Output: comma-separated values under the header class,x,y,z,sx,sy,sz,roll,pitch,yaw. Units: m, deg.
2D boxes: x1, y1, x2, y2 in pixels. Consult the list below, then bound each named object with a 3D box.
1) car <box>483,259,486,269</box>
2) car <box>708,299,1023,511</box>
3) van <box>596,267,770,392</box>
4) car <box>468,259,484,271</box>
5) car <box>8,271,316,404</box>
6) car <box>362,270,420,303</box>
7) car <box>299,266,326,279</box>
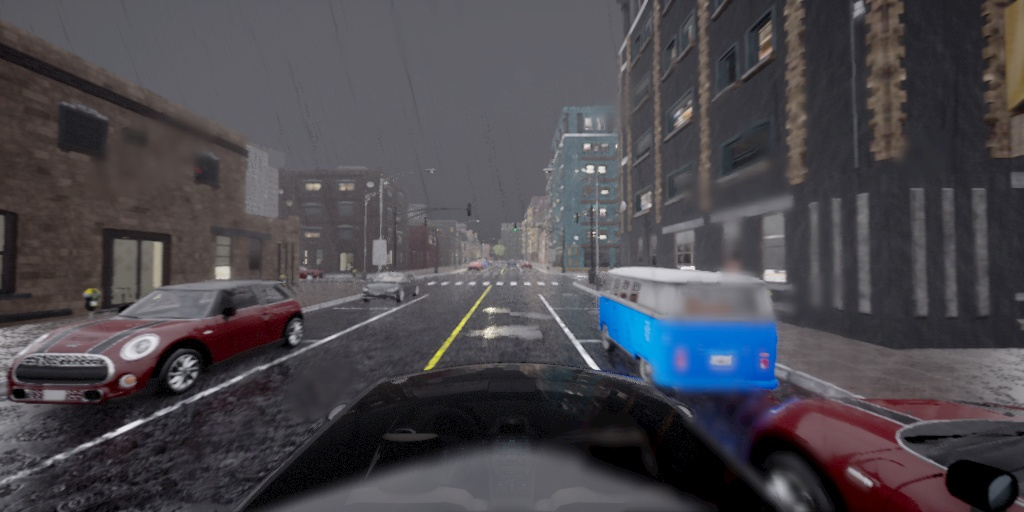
class,x,y,z,sx,sy,sz,roll,pitch,yaw
car,-5.710,1.602,60.900,1.888,1.381,4.507,0,0,0
car,2.691,1.186,1.037,1.967,1.591,4.097,0,0,0
van,2.690,1.116,6.445,1.690,1.789,3.998,0,0,0
car,-5.785,1.573,55.218,1.888,1.381,4.507,0,0,0
car,-5.691,1.214,6.449,1.967,1.591,4.097,0,0,0
car,-5.696,1.382,17.263,2.007,1.370,4.403,0,0,0
car,-19.305,1.523,32.505,4.507,1.381,1.888,0,0,1
